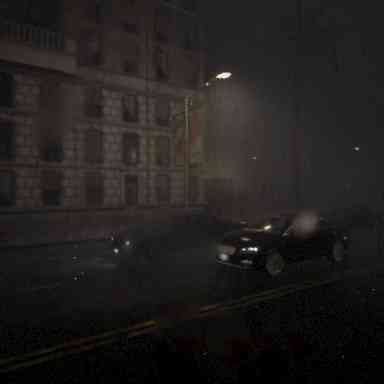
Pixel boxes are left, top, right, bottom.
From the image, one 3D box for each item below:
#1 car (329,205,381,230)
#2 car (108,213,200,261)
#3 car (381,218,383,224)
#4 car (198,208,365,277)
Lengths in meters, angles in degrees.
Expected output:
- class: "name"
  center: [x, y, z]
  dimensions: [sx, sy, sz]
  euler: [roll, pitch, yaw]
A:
- class: "car"
  center: [8.401, 1.423, 18.262]
  dimensions: [5.357, 1.411, 2.033]
  euler: [0, 0, -35]
- class: "car"
  center: [-0.252, 1.497, 12.277]
  dimensions: [5.357, 1.411, 2.033]
  euler: [0, 0, -34]
- class: "car"
  center: [11.497, 1.345, 16.153]
  dimensions: [5.008, 1.535, 1.882]
  euler: [0, 0, -35]
- class: "car"
  center: [2.862, 1.433, 10.171]
  dimensions: [4.902, 1.511, 2.128]
  euler: [0, 0, -34]
